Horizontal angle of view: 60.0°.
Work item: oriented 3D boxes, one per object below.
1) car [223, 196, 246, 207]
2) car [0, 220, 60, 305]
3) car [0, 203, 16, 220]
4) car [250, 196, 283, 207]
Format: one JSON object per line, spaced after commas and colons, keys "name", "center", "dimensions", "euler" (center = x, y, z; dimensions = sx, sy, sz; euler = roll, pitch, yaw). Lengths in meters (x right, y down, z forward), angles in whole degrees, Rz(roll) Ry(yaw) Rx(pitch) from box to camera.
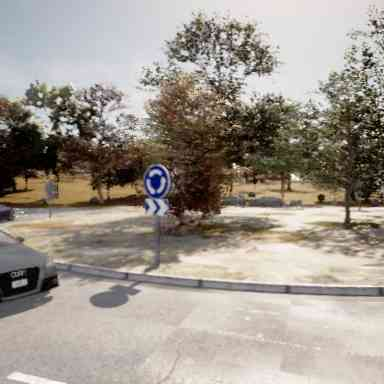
{"name": "car", "center": [4.090, 1.147, 40.660], "dimensions": [4.902, 1.511, 2.128], "euler": [0, 0, 0]}
{"name": "car", "center": [-4.800, 1.487, 7.251], "dimensions": [4.181, 1.385, 1.994], "euler": [0, 1, 35]}
{"name": "car", "center": [-13.538, 1.390, 22.031], "dimensions": [1.994, 1.385, 4.181], "euler": [0, 1, -2]}
{"name": "car", "center": [9.601, 1.195, 43.209], "dimensions": [4.181, 1.385, 1.994], "euler": [0, 0, 16]}
